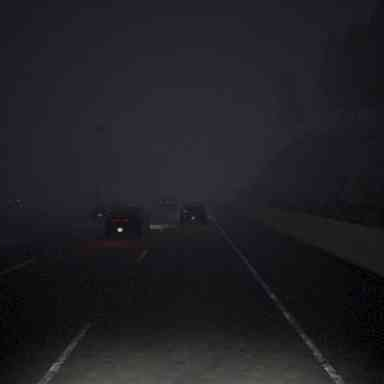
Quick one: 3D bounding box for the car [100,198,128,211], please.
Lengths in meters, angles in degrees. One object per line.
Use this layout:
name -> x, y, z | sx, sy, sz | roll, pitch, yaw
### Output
car -> -10.071, 1.569, 43.558 | 2.033, 1.411, 5.357 | 0, 0, 5

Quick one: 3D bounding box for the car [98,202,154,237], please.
car -> -3.405, 1.514, 18.135 | 1.837, 1.490, 4.892 | 0, 0, 0

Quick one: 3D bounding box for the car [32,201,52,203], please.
car -> -23.293, 1.515, 51.214 | 2.128, 1.511, 4.902 | 0, 0, 7

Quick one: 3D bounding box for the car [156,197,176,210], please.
car -> -2.871, 1.372, 43.126 | 2.097, 1.767, 4.553 | 0, 0, 4

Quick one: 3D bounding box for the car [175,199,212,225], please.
car -> 0.095, 1.503, 24.499 | 2.128, 1.511, 4.902 | 0, 0, 0

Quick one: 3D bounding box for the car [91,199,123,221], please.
car -> -6.893, 1.539, 27.284 | 1.812, 1.442, 4.674 | 0, 0, 0

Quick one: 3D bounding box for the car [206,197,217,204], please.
car -> 3.498, 1.595, 63.810 | 1.994, 1.385, 4.181 | 0, 0, 13

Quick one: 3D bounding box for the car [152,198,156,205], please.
car -> -5.238, 1.552, 54.724 | 1.812, 1.442, 4.674 | 0, 0, 9
